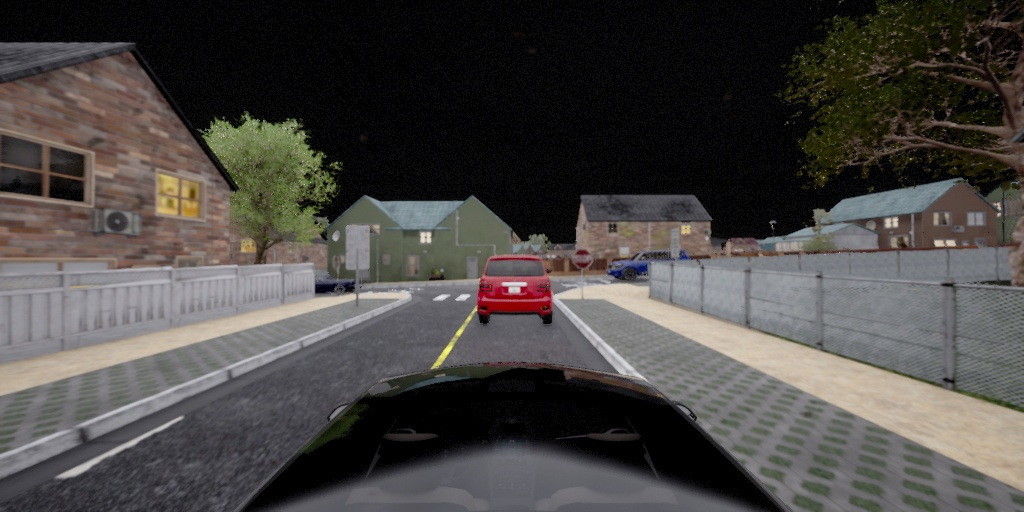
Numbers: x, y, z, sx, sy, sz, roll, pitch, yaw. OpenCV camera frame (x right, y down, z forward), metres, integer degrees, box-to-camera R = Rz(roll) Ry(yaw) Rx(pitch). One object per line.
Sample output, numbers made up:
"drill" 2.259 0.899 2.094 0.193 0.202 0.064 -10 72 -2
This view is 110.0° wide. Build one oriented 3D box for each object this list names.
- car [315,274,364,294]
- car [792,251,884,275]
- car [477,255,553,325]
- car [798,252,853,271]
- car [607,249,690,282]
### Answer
"car" -11.755 1.768 22.164 4.718 1.301 1.895 -2 -1 0
"car" 22.488 0.467 24.858 4.674 1.442 1.812 -2 -1 0
"car" 0.167 0.993 12.073 2.150 2.045 5.566 0 0 2
"car" 19.396 0.548 21.980 4.674 1.442 1.812 -2 -1 1
"car" 9.468 0.629 24.862 5.566 2.045 2.150 -2 -1 -2
